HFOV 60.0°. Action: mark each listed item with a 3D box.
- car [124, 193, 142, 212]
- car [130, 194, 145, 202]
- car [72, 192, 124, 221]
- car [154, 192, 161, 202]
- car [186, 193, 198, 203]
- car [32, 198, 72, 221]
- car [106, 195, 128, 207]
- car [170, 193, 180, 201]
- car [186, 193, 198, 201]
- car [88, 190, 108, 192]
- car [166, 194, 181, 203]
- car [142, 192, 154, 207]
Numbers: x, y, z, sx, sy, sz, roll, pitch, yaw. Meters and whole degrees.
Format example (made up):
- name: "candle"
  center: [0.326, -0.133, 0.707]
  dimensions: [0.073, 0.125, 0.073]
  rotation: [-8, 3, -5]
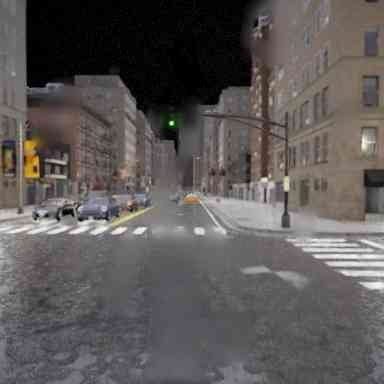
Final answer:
- name: "car"
  center: [-6.590, 1.017, 32.849]
  dimensions: [2.097, 1.767, 4.553]
  rotation: [0, 0, 0]
- name: "car"
  center: [-9.753, 1.044, 59.857]
  dimensions: [1.812, 1.442, 4.674]
  rotation: [0, 0, 0]
- name: "car"
  center: [-6.590, 1.080, 23.914]
  dimensions: [2.097, 1.767, 4.553]
  rotation: [0, 0, 0]
- name: "car"
  center: [-6.529, 0.868, 57.753]
  dimensions: [2.097, 1.767, 4.553]
  rotation: [0, 0, 1]
- name: "car"
  center: [-0.002, 1.043, 54.440]
  dimensions: [1.882, 1.535, 5.008]
  rotation: [0, 0, 0]
- name: "car"
  center: [-9.842, 1.202, 24.249]
  dimensions: [2.128, 1.511, 4.902]
  rotation: [0, 0, 0]
- name: "car"
  center: [-9.846, 1.104, 44.193]
  dimensions: [1.812, 1.442, 4.674]
  rotation: [0, 0, 0]
- name: "car"
  center: [-3.254, 1.020, 64.859]
  dimensions: [1.812, 1.442, 4.674]
  rotation: [0, 0, 0]
- name: "car"
  center: [-0.004, 1.000, 64.859]
  dimensions: [2.128, 1.511, 4.902]
  rotation: [0, 0, 0]
- name: "car"
  center: [-9.834, 0.864, 34.102]
  dimensions: [2.150, 2.045, 5.566]
  rotation: [0, 0, 0]
- name: "car"
  center: [-3.252, 1.112, 54.823]
  dimensions: [1.994, 1.385, 4.181]
  rotation: [0, 0, 0]
- name: "car"
  center: [-6.589, 0.952, 43.013]
  dimensions: [2.097, 1.767, 4.553]
  rotation: [0, 0, 0]
